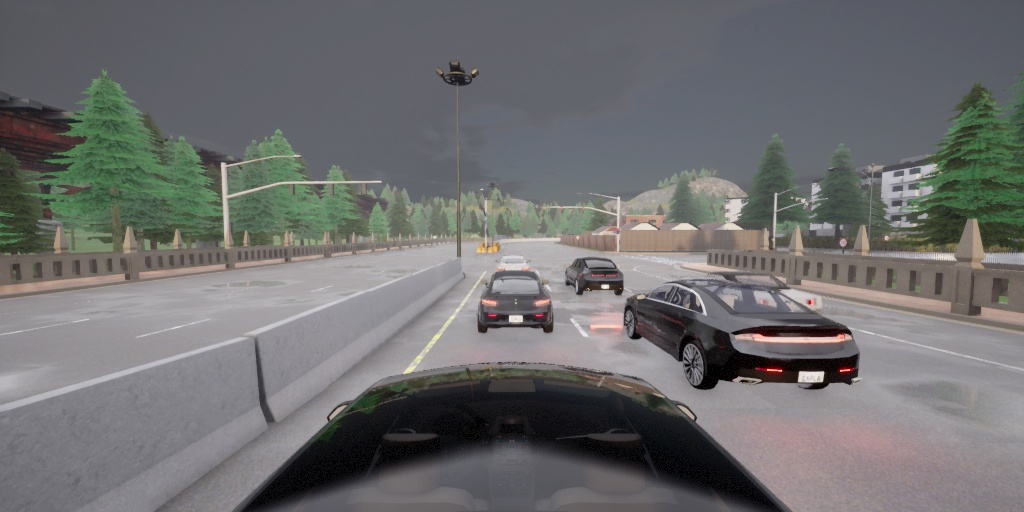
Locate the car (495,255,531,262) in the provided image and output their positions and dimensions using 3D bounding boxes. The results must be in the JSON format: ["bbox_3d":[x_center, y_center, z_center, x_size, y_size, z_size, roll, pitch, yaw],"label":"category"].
[{"bbox_3d":[0.060,0.647,19.088,1.812,1.442,4.674,0,3,0],"label":"car"}]

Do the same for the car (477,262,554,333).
[{"bbox_3d":[0.081,1.113,10.079,1.812,1.442,4.674,0,2,0],"label":"car"}]

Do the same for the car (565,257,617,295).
[{"bbox_3d":[3.568,0.792,16.139,1.837,1.490,4.892,0,3,0],"label":"car"}]

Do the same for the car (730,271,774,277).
[{"bbox_3d":[7.079,1.130,11.541,1.895,1.301,4.718,0,3,0],"label":"car"}]

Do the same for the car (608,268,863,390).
[{"bbox_3d":[3.586,1.179,6.714,2.128,1.511,4.902,0,1,0],"label":"car"}]
